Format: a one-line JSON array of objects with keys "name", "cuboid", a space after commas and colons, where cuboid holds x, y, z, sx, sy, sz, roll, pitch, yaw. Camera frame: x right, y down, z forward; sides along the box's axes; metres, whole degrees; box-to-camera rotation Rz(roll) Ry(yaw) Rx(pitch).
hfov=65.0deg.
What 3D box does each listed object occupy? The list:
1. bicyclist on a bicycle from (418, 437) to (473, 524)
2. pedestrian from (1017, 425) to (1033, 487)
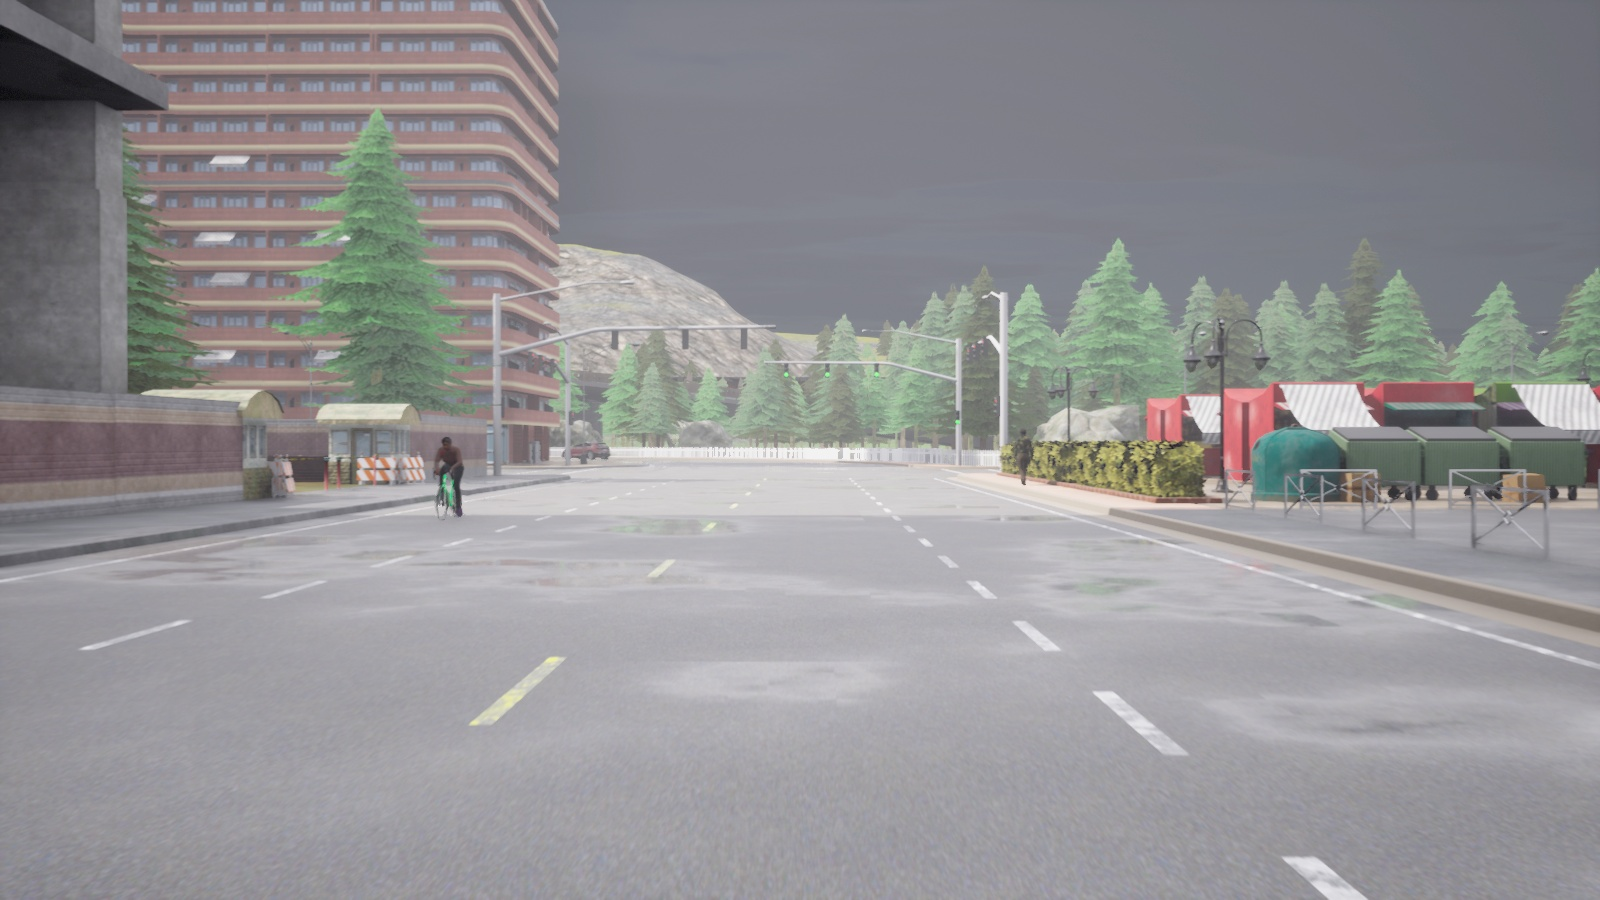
[{"name": "bicyclist on a bicycle", "cuboid": [-6.843, 0.557, 24.318, 0.582, 1.620, 1.656, 0, 1, 0]}, {"name": "pedestrian", "cuboid": [6.976, 0.186, 38.995, 0.395, 1.930, 0.692, 0, 0, 2]}]
